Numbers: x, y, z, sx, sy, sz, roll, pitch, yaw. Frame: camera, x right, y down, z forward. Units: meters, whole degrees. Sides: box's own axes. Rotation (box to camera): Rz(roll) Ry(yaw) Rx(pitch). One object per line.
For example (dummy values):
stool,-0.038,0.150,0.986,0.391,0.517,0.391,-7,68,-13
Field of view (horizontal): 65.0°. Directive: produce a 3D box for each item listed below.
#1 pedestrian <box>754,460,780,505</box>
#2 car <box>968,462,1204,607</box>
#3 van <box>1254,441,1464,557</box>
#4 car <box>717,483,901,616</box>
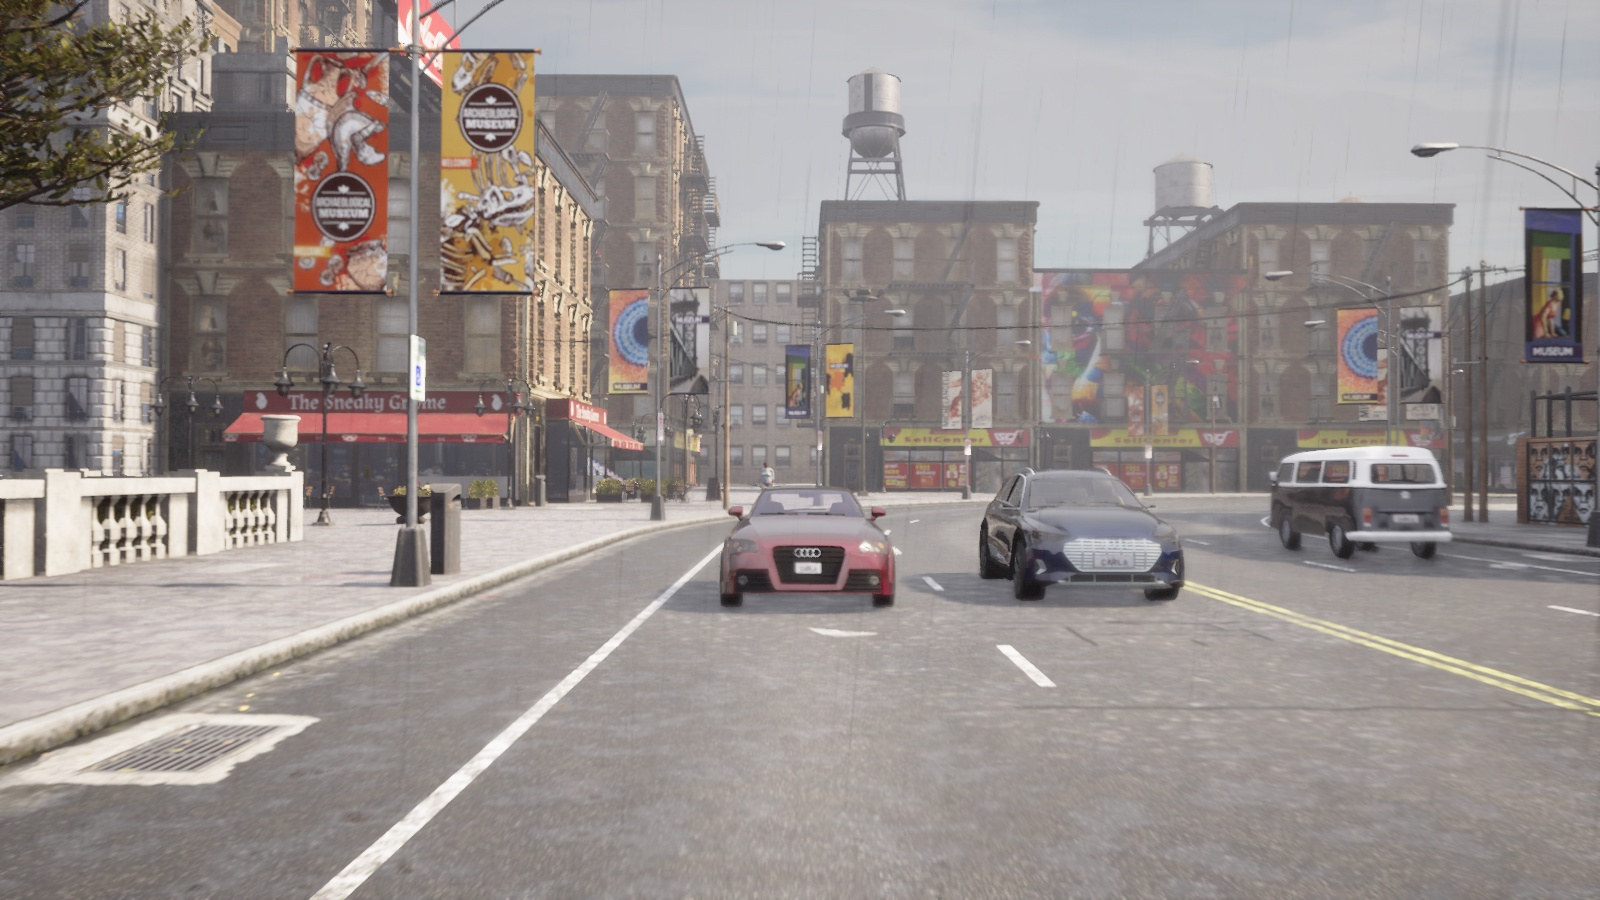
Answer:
pedestrian,-1.376,1.342,52.456,0.874,1.855,0.900,-1,-1,17
car,3.599,1.007,16.803,2.033,1.649,4.856,0,-1,0
van,10.641,0.895,24.326,2.069,2.038,4.480,0,-1,0
car,0.087,1.137,15.703,1.994,1.385,4.181,0,-1,0
